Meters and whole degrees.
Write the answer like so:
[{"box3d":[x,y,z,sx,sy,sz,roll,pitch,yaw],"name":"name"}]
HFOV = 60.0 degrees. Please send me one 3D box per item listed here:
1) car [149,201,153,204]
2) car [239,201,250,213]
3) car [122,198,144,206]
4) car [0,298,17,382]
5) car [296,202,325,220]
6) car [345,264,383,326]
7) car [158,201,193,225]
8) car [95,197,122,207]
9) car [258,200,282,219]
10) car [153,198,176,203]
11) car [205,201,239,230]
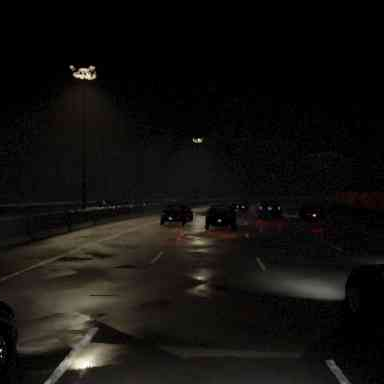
[{"box3d":[-6.079,1.843,59.886,1.994,1.385,4.181,0,0,22],"name":"car"},{"box3d":[5.810,1.748,39.824,2.033,1.411,5.357,0,0,16],"name":"car"},{"box3d":[-10.326,1.815,58.538,2.033,1.411,5.357,0,0,21],"name":"car"},{"box3d":[-3.274,1.359,2.341,2.097,1.767,4.553,0,0,1],"name":"car"},{"box3d":[10.475,1.663,29.500,1.837,1.490,4.892,0,0,12],"name":"car"},{"box3d":[3.776,1.553,4.420,1.812,1.442,4.674,0,0,2],"name":"car"},{"box3d":[-1.086,1.645,25.074,1.812,1.442,4.674,0,0,10],"name":"car"},{"box3d":[-14.614,1.605,56.930,2.097,1.767,4.553,0,0,20],"name":"car"},{"box3d":[7.303,1.514,31.315,2.097,1.767,4.553,0,0,12],"name":"car"},{"box3d":[-4.077,1.752,55.200,2.128,1.511,4.902,0,0,20],"name":"car"},{"box3d":[2.024,1.589,22.380,1.882,1.535,5.008,0,0,8],"name":"car"}]
